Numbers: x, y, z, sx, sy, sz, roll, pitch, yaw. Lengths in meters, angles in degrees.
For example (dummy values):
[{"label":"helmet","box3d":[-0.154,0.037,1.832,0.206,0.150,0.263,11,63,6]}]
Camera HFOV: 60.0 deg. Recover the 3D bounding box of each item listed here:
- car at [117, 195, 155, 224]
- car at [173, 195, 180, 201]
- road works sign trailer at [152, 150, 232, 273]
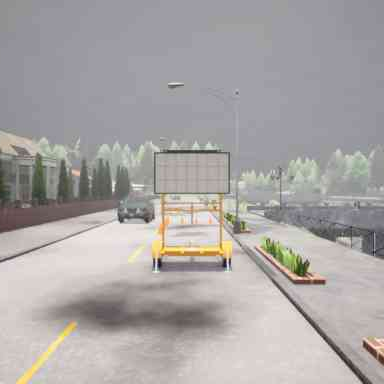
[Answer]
[{"label":"car","box3d":[-4.096,1.221,25.326,2.150,2.045,5.566,0,0,0]},{"label":"car","box3d":[-3.982,1.547,87.313,2.033,1.411,5.357,0,0,0]},{"label":"road works sign trailer","box3d":[0.003,0.464,10.659,2.380,3.560,2.880,0,0,0]}]
